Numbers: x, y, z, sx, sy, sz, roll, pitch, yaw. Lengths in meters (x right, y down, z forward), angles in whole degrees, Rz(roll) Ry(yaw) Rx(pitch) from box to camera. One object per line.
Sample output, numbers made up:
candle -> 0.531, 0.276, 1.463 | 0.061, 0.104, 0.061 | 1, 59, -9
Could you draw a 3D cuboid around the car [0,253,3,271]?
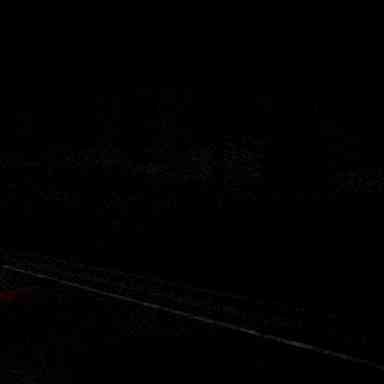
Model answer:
car -> -6.947, 1.564, 8.948 | 4.181, 1.385, 1.994 | 0, 0, 35
